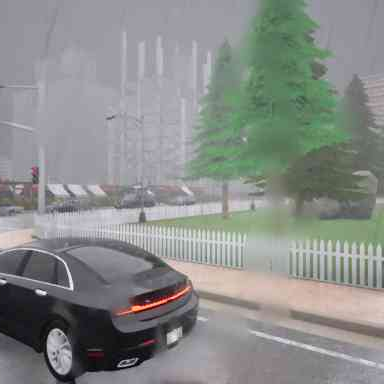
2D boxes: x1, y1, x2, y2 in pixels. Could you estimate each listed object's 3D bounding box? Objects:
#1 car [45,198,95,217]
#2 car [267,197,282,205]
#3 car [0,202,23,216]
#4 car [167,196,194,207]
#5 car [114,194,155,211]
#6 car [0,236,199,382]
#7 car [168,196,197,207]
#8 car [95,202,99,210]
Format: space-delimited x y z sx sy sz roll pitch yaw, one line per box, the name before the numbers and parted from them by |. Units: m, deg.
car | -12.325 1.491 32.136 2.128 1.511 4.902 0 0 34
car | 14.945 1.564 59.830 1.994 1.385 4.181 0 0 34
car | -18.020 1.601 30.051 1.895 1.301 4.718 0 0 36
car | -1.878 1.504 53.906 1.837 1.490 4.892 0 0 34
car | -6.851 1.221 40.283 2.150 2.045 5.566 0 0 34
car | -2.178 1.505 5.481 4.892 1.490 1.837 0 0 36
car | -1.146 1.352 48.744 2.097 1.767 4.553 0 0 34
car | -12.883 1.478 37.583 1.882 1.535 5.008 0 0 34
